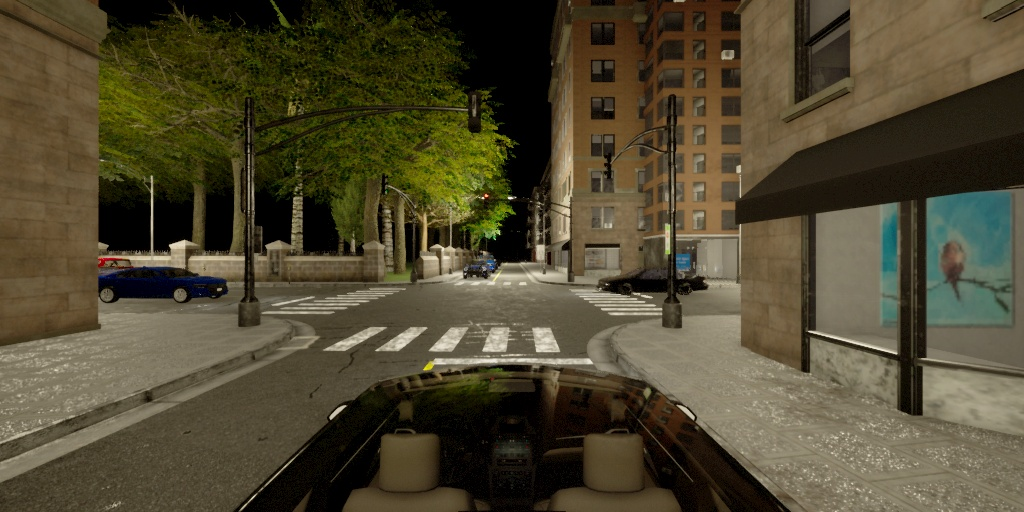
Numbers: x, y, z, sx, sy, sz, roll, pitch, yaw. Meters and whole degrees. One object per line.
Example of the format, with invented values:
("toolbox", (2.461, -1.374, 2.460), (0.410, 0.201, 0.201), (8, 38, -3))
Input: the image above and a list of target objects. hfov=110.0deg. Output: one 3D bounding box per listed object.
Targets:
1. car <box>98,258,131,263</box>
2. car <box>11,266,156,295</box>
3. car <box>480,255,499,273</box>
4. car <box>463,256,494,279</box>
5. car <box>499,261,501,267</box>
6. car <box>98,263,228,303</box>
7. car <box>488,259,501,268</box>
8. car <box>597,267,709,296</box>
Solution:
("car", (-25.922, 1.035, 21.815), (5.009, 1.841, 2.192), (0, 0, 1))
("car", (-22.763, 1.272, 19.205), (5.357, 1.411, 2.033), (0, 0, 1))
("car", (-3.045, 0.935, 41.962), (2.150, 2.045, 5.566), (0, 0, 0))
("car", (-3.088, 1.083, 32.199), (2.097, 1.767, 4.553), (0, 0, 1))
("car", (-3.018, 1.171, 51.989), (1.882, 1.535, 5.008), (0, 0, 0))
("car", (-15.471, 1.212, 15.897), (5.008, 1.535, 1.882), (0, 0, 0))
("car", (-2.972, 1.238, 62.014), (1.994, 1.385, 4.181), (0, 0, 0))
("car", (7.246, 1.307, 18.683), (5.357, 1.411, 2.033), (0, 0, -2))
